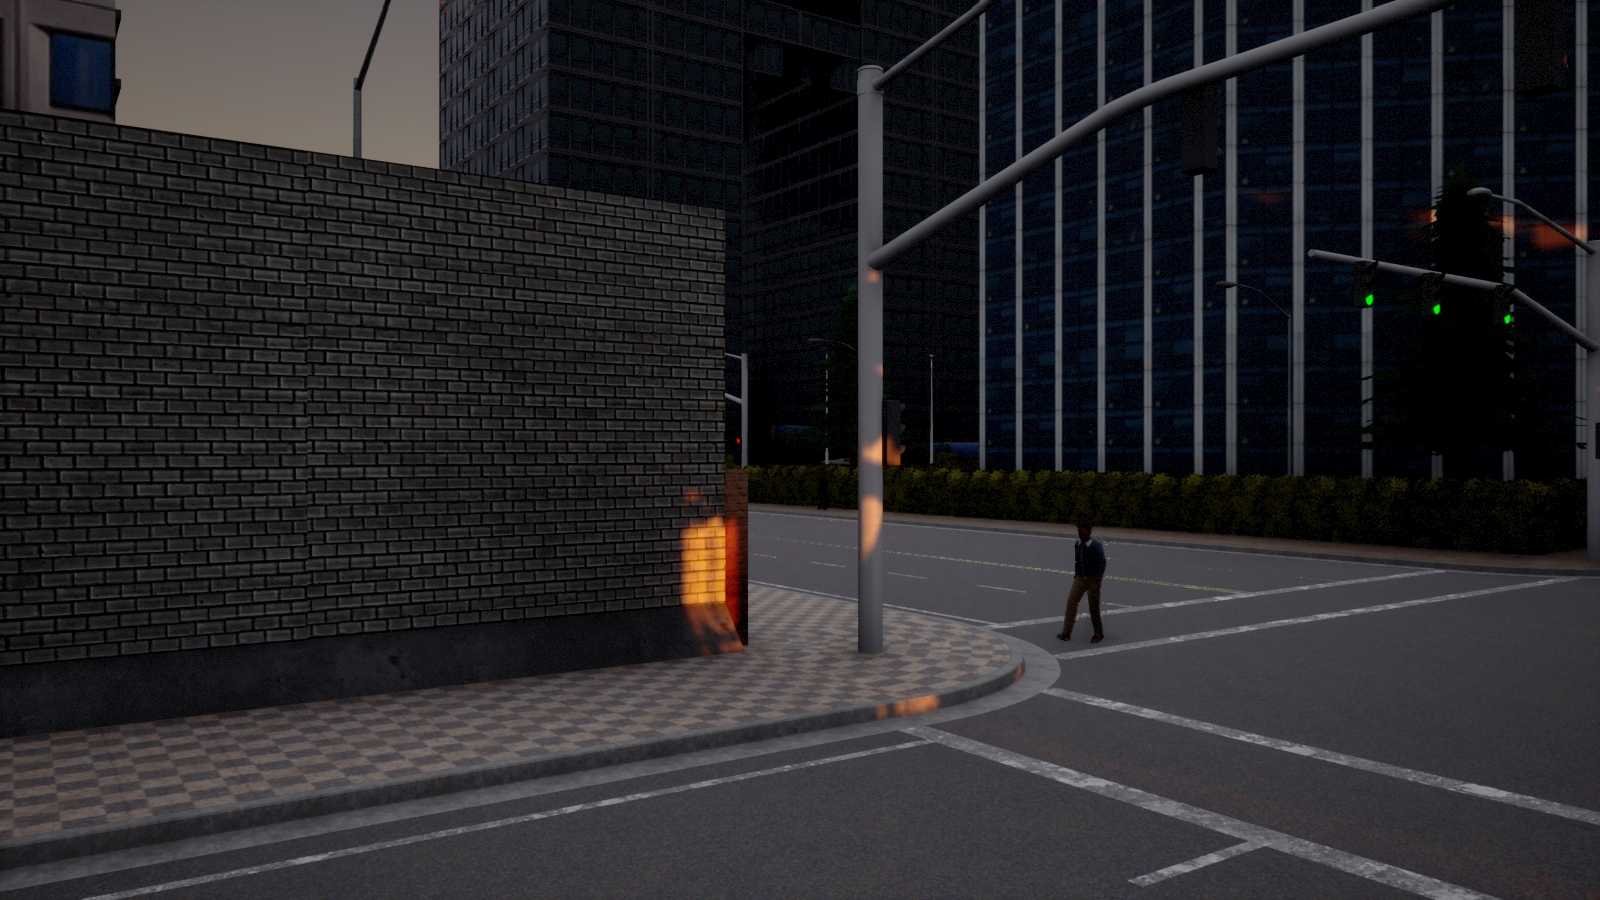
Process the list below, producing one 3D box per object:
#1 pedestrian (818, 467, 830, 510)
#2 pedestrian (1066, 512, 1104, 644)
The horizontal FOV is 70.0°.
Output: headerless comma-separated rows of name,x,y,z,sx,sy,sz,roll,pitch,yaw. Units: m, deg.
pedestrian,1.046,1.698,50.544,0.375,1.860,0.375,0,0,-32
pedestrian,4.139,1.845,16.592,0.375,1.860,0.375,0,0,-37
